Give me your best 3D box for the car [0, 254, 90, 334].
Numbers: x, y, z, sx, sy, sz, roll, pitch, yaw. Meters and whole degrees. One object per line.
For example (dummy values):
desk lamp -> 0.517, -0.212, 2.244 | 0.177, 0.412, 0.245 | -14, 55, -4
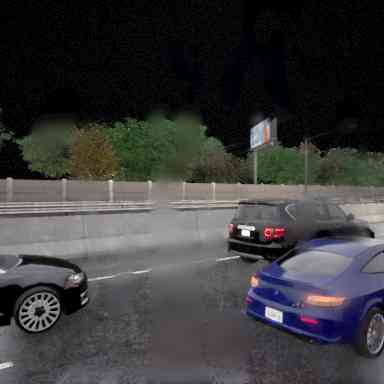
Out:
car -> -4.117, 1.492, 5.097 | 4.902, 1.511, 2.128 | 0, 0, -36

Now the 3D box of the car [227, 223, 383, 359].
car -> 2.987, 1.527, 5.951 | 4.674, 1.442, 1.812 | 0, 0, -36

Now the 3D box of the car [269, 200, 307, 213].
car -> 10.942, 1.597, 37.923 | 4.181, 1.385, 1.994 | 0, 0, -36

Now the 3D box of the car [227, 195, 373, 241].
car -> 3.651, 1.225, 10.745 | 5.566, 2.045, 2.150 | 0, 0, -36

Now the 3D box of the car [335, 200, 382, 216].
car -> 16.874, 1.585, 33.583 | 5.357, 1.411, 2.033 | 0, 0, -36
